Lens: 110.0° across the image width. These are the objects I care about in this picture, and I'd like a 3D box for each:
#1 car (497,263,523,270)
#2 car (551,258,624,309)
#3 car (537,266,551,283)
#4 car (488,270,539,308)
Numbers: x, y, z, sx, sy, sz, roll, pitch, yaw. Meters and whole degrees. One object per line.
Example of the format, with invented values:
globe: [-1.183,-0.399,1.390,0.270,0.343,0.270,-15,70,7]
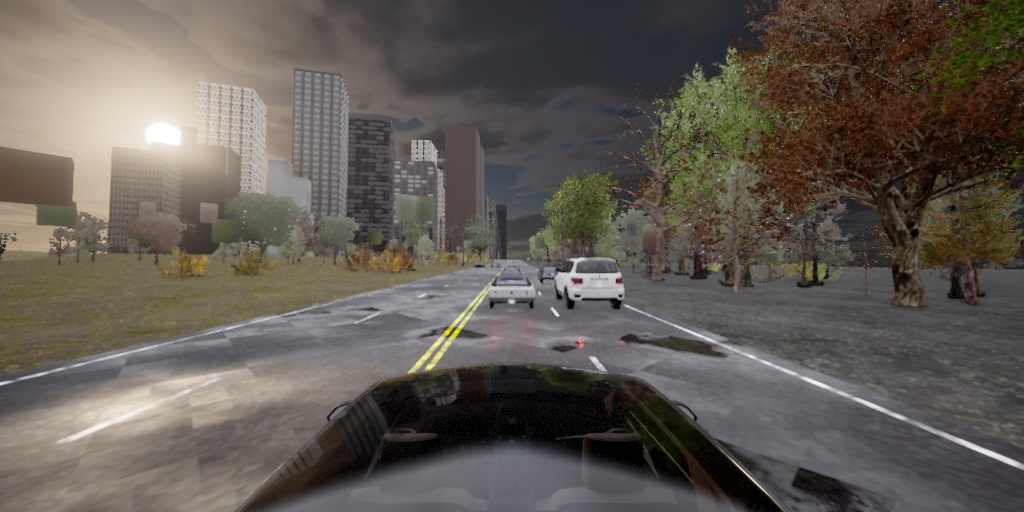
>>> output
car: [-0.027,1.573,31.181,1.994,1.385,4.181,0,0,0]
car: [3.228,1.092,15.898,2.150,2.045,5.566,0,0,0]
car: [3.212,1.533,30.884,2.033,1.411,5.357,-1,-1,0]
car: [-0.013,1.482,15.987,1.895,1.301,4.718,0,0,0]
